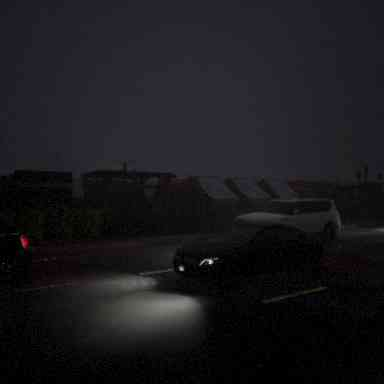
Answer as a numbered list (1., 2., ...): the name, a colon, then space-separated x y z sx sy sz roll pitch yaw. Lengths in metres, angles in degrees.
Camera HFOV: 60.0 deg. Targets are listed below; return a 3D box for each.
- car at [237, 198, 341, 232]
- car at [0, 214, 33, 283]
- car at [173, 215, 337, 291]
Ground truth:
1. car: 4.397 1.292 15.095 5.566 2.045 2.150 0 0 -33
2. car: -6.466 1.344 8.141 4.553 1.767 2.097 0 0 -33
3. car: 1.715 1.564 9.216 4.674 1.442 1.812 0 0 -33
